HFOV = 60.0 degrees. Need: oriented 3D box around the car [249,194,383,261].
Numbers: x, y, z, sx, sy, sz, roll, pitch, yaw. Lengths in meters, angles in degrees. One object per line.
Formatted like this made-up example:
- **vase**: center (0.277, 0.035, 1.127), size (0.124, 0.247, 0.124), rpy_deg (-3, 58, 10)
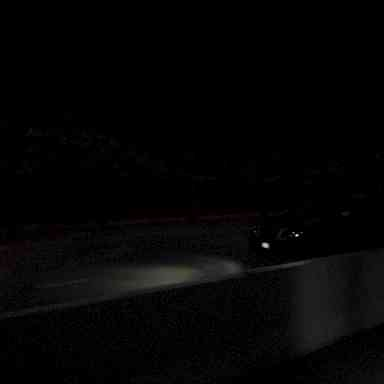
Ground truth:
- **car**: center (4.473, 1.103, 10.639), size (5.566, 2.045, 2.150), rpy_deg (-1, 0, -29)
